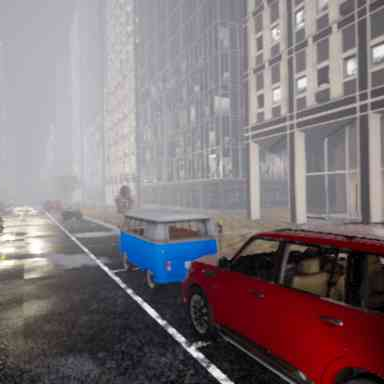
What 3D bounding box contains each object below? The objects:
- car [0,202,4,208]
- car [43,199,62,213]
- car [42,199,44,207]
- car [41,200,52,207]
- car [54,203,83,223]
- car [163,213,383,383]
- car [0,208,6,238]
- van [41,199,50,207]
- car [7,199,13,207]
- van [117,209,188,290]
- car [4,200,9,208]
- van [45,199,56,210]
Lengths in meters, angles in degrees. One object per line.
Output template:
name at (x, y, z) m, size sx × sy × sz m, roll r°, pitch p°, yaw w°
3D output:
car at (-30.665, 2.513, 51.391) m, size 1.752 × 1.417 × 4.829 m, roll -2°, pitch 0°, yaw -26°
car at (-20.727, 2.071, 50.098) m, size 2.192 × 1.841 × 5.009 m, roll -2°, pitch 0°, yaw -26°
car at (-23.212, 2.156, 55.210) m, size 2.192 × 1.841 × 5.009 m, roll -2°, pitch 0°, yaw -26°
car at (-33.147, 2.620, 75.653) m, size 1.967 × 1.590 × 4.097 m, roll -2°, pitch 0°, yaw -26°
car at (-10.781, 1.966, 29.653) m, size 2.008 × 1.369 × 4.403 m, roll -2°, pitch 0°, yaw -26°
car at (1.635, 1.302, 4.098) m, size 2.192 × 1.841 × 5.009 m, roll -2°, pitch 0°, yaw -26°
car at (-12.408, 1.943, 20.003) m, size 2.033 × 1.411 × 5.357 m, roll -1°, pitch 0°, yaw -26°
van at (-35.634, 2.605, 80.764) m, size 1.690 × 1.788 × 3.998 m, roll -2°, pitch 0°, yaw -26°
car at (-40.678, 2.880, 71.988) m, size 2.008 × 1.369 × 4.403 m, roll -2°, pitch 0°, yaw -26°
van at (-0.849, 1.414, 9.210) m, size 1.690 × 1.788 × 3.998 m, roll -2°, pitch 0°, yaw -26°
car at (-35.708, 2.726, 61.765) m, size 1.947 × 1.339 × 4.313 m, roll -2°, pitch 0°, yaw -26°
van at (-25.695, 2.267, 60.320) m, size 1.690 × 1.788 × 3.998 m, roll -2°, pitch 0°, yaw -26°
